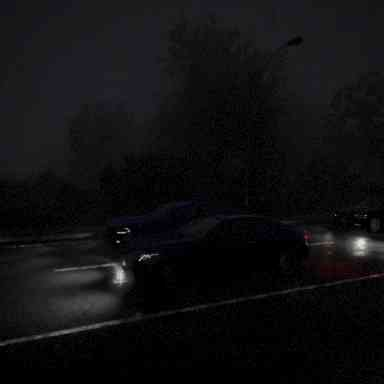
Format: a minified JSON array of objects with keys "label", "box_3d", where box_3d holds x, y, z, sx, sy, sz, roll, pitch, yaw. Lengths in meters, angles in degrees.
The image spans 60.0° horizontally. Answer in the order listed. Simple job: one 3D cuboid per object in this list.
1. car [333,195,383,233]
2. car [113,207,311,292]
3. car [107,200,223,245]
[{"label":"car","box_3d":[8.930,0.906,15.449,5.008,1.535,1.882,-1,3,-21]},{"label":"car","box_3d":[0.701,1.234,8.009,4.674,1.442,1.812,0,2,-24]},{"label":"car","box_3d":[-0.351,1.045,11.382,5.008,1.535,1.882,0,2,-25]}]
